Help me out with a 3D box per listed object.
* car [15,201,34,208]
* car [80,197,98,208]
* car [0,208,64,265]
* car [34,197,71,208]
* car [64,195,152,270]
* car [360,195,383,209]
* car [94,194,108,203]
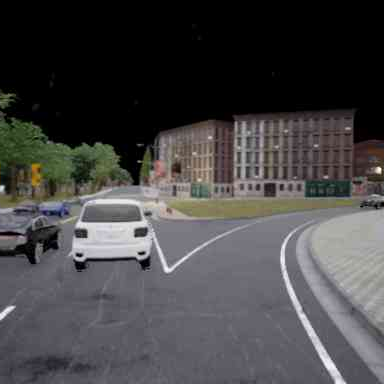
[{"bbox_3d":[-16.105,1.571,33.250,2.033,1.411,5.357,0,0,-9],"label":"car"},{"bbox_3d":[-15.488,1.548,50.233,1.994,1.385,4.181,0,0,-8],"label":"car"},{"bbox_3d":[-5.871,1.507,11.592,2.128,1.511,4.902,0,0,-9],"label":"car"},{"bbox_3d":[-12.316,1.524,30.098,1.882,1.535,5.008,0,0,-9],"label":"car"},{"bbox_3d":[-2.539,1.247,11.313,2.150,2.045,5.566,0,0,-9],"label":"car"},{"bbox_3d":[23.337,1.127,42.183,4.553,1.767,2.097,-1,2,-38],"label":"car"},{"bbox_3d":[-17.871,1.271,65.460,2.128,1.511,4.902,0,0,-9],"label":"car"}]
